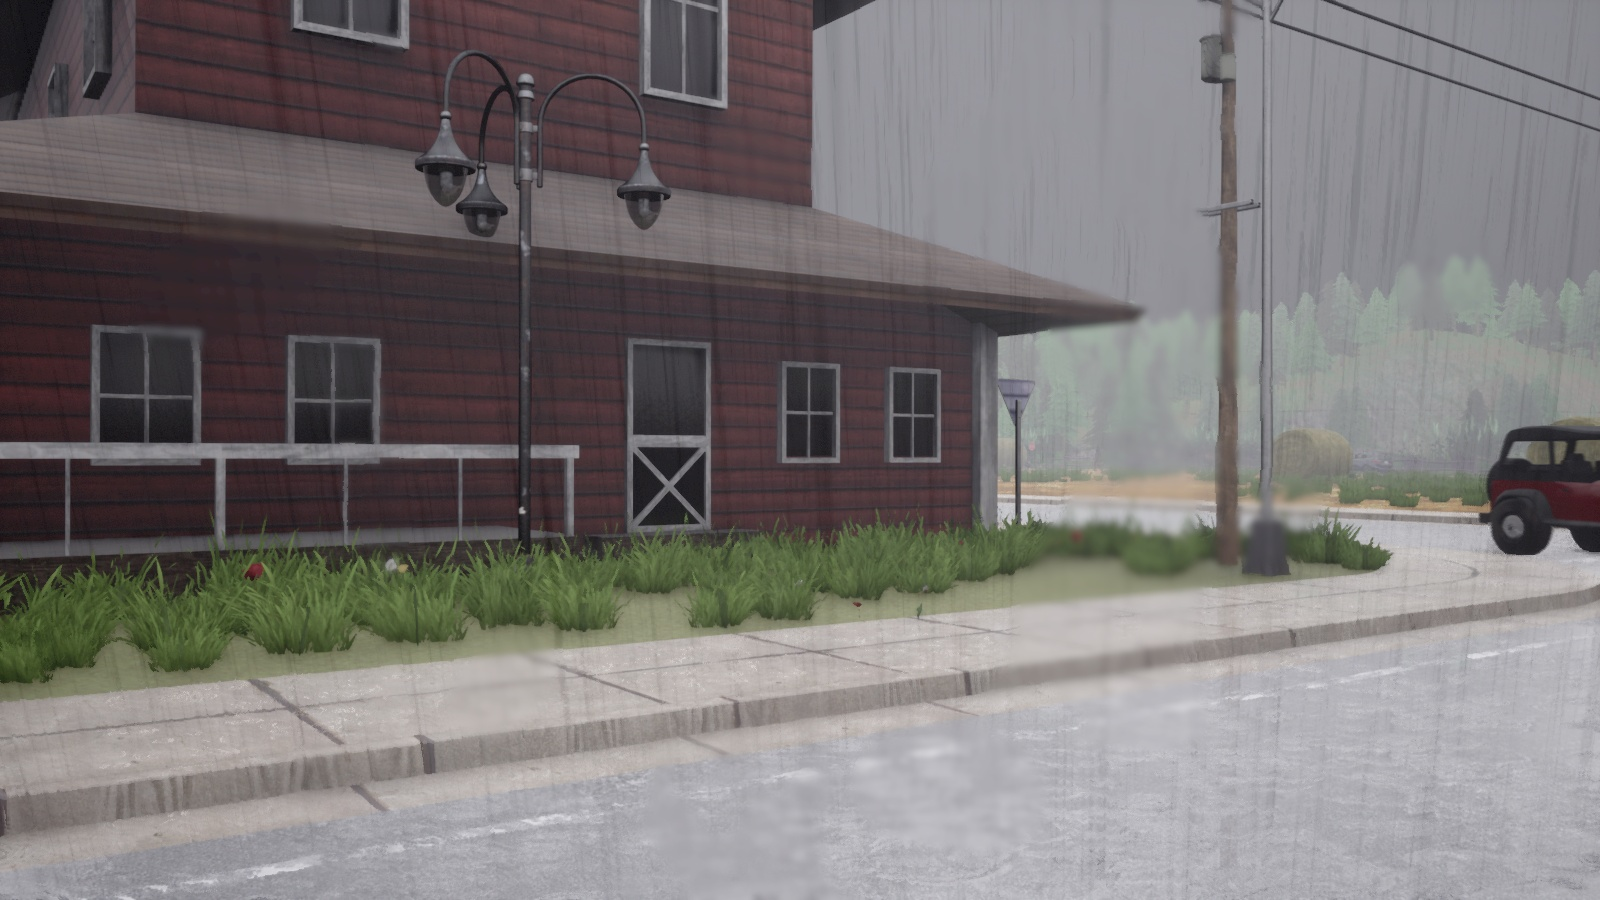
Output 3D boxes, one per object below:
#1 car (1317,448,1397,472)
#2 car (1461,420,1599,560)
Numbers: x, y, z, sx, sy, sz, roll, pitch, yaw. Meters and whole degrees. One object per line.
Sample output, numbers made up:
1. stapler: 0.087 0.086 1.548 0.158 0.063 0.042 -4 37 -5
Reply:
1. car: 38.664 0.677 87.220 2.242 1.667 4.611 0 0 -32
2. car: 11.507 0.534 17.426 1.905 1.878 3.866 0 0 -19
